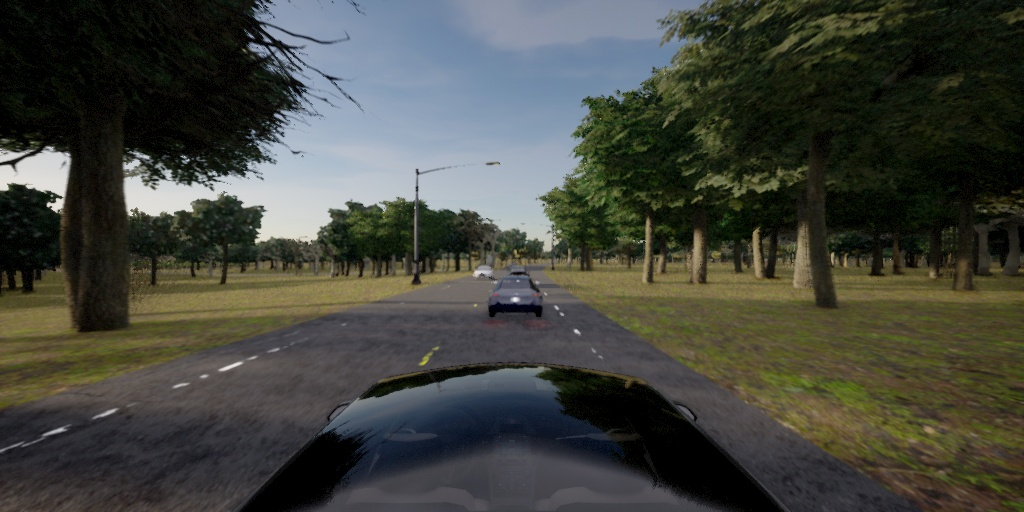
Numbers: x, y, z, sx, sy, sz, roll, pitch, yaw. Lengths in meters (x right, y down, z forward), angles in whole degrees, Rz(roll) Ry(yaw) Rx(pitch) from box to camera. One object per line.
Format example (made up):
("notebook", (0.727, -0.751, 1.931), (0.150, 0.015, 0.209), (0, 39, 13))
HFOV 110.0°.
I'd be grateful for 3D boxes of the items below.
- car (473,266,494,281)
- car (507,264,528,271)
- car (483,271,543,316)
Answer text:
("car", (-2.786, 1.728, 36.399), (1.812, 1.442, 4.674), (0, -1, 2))
("car", (0.522, 1.614, 29.069), (1.837, 1.490, 4.892), (0, 0, 2))
("car", (0.166, 1.478, 14.220), (1.994, 1.385, 4.181), (0, -1, 2))
